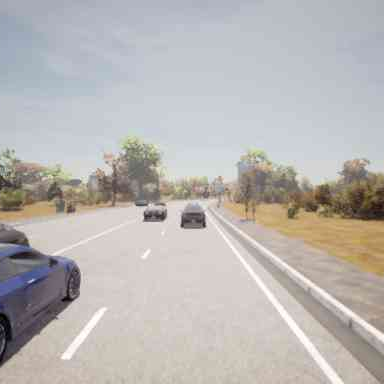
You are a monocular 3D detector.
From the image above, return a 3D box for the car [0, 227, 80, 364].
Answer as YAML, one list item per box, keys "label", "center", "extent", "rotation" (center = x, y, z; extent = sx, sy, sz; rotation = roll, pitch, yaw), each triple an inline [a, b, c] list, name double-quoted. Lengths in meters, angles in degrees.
- label: "car"
  center: [-3.401, 1.584, 5.515]
  extent: [1.812, 1.442, 4.674]
  rotation: [0, 0, 0]

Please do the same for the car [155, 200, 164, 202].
- label: "car"
  center: [-6.276, 2.262, 64.312]
  extent: [1.895, 1.301, 4.718]
  rotation: [0, -1, 3]

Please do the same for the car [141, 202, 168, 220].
- label: "car"
  center: [-3.384, 1.929, 31.705]
  extent: [1.895, 1.301, 4.718]
  rotation: [0, -1, 0]

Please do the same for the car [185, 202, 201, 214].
- label: "car"
  center: [0.199, 2.012, 43.288]
  extent: [1.994, 1.385, 4.181]
  rotation: [0, 0, 1]

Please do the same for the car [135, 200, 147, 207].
- label: "car"
  center: [-9.773, 2.262, 64.450]
  extent: [1.895, 1.301, 4.718]
  rotation: [0, -1, 3]

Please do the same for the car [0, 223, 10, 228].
- label: "car"
  center: [-7.029, 1.675, 10.649]
  extent: [1.994, 1.385, 4.181]
  rotation: [0, -1, 0]

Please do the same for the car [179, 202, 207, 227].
- label: "car"
  center: [0.102, 1.770, 25.430]
  extent: [1.837, 1.490, 4.892]
  rotation: [0, 0, 0]
